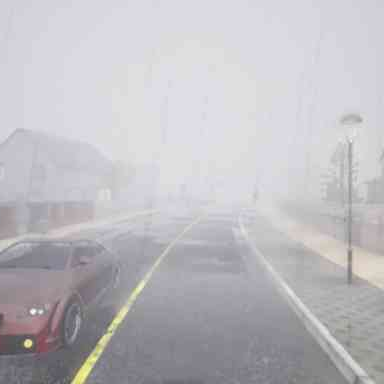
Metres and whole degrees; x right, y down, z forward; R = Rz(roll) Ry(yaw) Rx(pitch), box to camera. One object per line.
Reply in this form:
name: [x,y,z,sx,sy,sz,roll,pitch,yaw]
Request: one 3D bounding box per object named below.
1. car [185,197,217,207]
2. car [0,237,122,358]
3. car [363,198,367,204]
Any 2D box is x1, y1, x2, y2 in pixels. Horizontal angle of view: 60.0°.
car: [1.383,1.495,51.102,4.902,1.511,2.128,-1,0,12]
car: [-2.664,1.555,6.108,1.994,1.385,4.181,0,0,2]
car: [26.173,1.189,45.677,4.553,1.767,2.097,0,1,12]
